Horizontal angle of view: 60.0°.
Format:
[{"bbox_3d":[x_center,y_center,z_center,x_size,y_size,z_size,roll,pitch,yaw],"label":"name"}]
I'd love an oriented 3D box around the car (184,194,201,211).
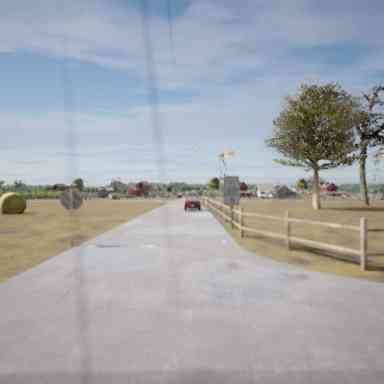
[{"bbox_3d":[0.052,1.338,38.790,1.882,1.535,5.008,-1,0,0],"label":"car"}]
